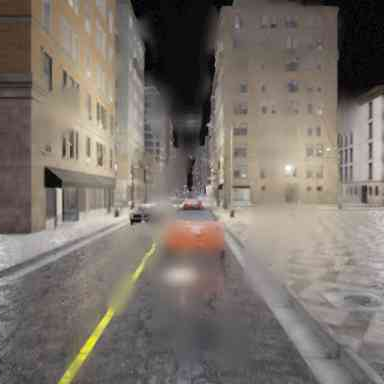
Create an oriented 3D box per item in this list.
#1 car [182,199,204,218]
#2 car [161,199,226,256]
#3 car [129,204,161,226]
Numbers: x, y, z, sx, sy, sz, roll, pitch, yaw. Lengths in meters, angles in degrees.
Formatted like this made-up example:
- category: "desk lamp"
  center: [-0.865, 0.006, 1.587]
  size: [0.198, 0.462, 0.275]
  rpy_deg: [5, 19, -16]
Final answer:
- category: "car"
  center: [0.097, 1.409, 30.549]
  size: [1.882, 1.535, 5.008]
  rpy_deg: [0, 0, 0]
- category: "car"
  center: [0.098, 1.322, 13.204]
  size: [2.097, 1.767, 4.553]
  rpy_deg: [0, 0, -1]
- category: "car"
  center: [-3.056, 1.549, 23.055]
  size: [1.895, 1.301, 4.718]
  rpy_deg: [0, 0, 0]
